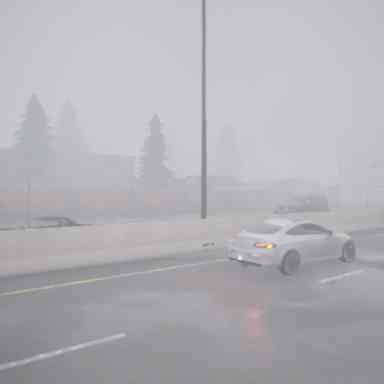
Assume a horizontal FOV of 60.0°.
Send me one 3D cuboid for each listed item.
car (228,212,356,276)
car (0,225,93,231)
[{"bbox_3d":[3.183,1.537,10.356,4.674,1.442,1.812,0,0,-36],"label":"car"},{"bbox_3d":[-5.828,1.619,12.739,4.718,1.301,1.895,0,0,-36],"label":"car"}]
